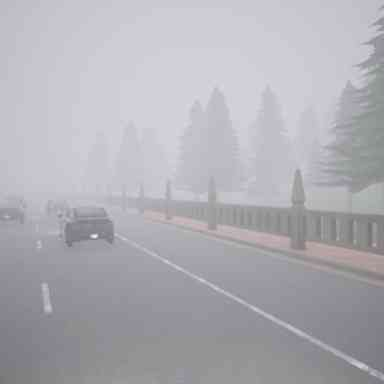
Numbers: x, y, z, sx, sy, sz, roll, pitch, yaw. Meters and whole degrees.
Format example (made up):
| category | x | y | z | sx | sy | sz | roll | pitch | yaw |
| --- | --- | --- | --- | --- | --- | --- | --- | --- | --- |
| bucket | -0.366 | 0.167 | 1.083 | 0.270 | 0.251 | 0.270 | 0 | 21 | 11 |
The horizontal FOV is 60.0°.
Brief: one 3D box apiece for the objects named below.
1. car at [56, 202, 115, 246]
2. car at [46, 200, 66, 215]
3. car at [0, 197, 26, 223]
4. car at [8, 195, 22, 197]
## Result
| category | x | y | z | sx | sy | sz | roll | pitch | yaw |
| --- | --- | --- | --- | --- | --- | --- | --- | --- | --- |
| car | -4.742 | 1.386 | 14.744 | 1.837 | 1.490 | 4.892 | 0 | 1 | -26 |
| car | -12.692 | 1.354 | 31.261 | 1.895 | 1.301 | 4.718 | 0 | 1 | -26 |
| car | -12.541 | 1.349 | 22.873 | 1.812 | 1.442 | 4.674 | 0 | 1 | -26 |
| car | -20.116 | 1.064 | 37.826 | 2.097 | 1.767 | 4.553 | 0 | 1 | -29 |
